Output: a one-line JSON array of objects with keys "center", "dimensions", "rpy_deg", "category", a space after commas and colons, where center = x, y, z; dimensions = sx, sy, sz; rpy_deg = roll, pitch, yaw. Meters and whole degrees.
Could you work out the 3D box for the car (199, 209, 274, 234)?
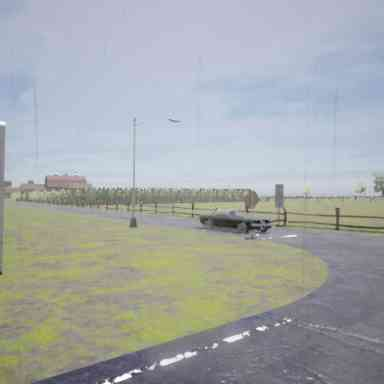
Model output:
[{"center": [2.554, 1.710, 19.942], "dimensions": [1.895, 1.301, 4.718], "rpy_deg": [1, -1, -36], "category": "car"}]
